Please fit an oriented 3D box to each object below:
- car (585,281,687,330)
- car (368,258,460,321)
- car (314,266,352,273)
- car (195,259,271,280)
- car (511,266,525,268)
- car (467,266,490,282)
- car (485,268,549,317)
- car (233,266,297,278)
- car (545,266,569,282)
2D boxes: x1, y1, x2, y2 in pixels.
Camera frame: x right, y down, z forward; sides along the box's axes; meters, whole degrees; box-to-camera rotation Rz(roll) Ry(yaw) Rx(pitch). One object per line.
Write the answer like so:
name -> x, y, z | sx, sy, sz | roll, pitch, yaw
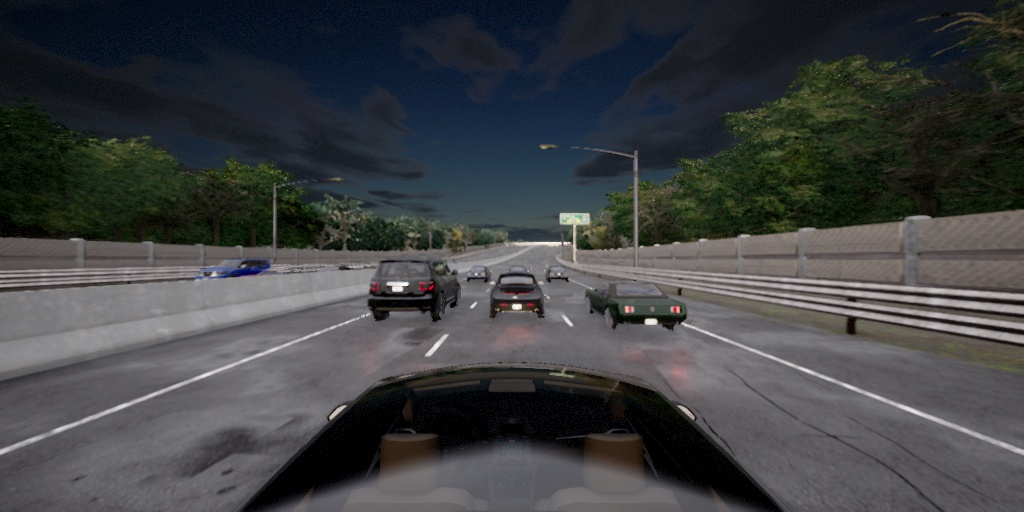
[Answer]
car -> 3.657, 1.454, 11.582 | 1.895, 1.301, 4.718 | 0, -1, 1
car -> -3.328, 1.087, 13.183 | 2.150, 2.045, 5.566 | 0, -1, 1
car -> -13.786, 1.508, 27.579 | 1.837, 1.490, 4.892 | 0, -1, 1
car -> -20.797, 1.216, 27.241 | 2.150, 2.045, 5.566 | 0, -1, 1
car -> 0.539, 1.616, 32.746 | 2.033, 1.411, 5.357 | 0, -1, 2
car -> -2.960, 1.613, 32.810 | 2.033, 1.411, 5.357 | 0, -1, 2
car -> 0.182, 1.379, 13.779 | 1.837, 1.490, 4.892 | 0, -1, 1
car -> -17.322, 1.587, 26.109 | 1.895, 1.301, 4.718 | 0, -1, 1
car -> 4.043, 1.620, 32.865 | 2.033, 1.411, 5.357 | 0, -1, 2
